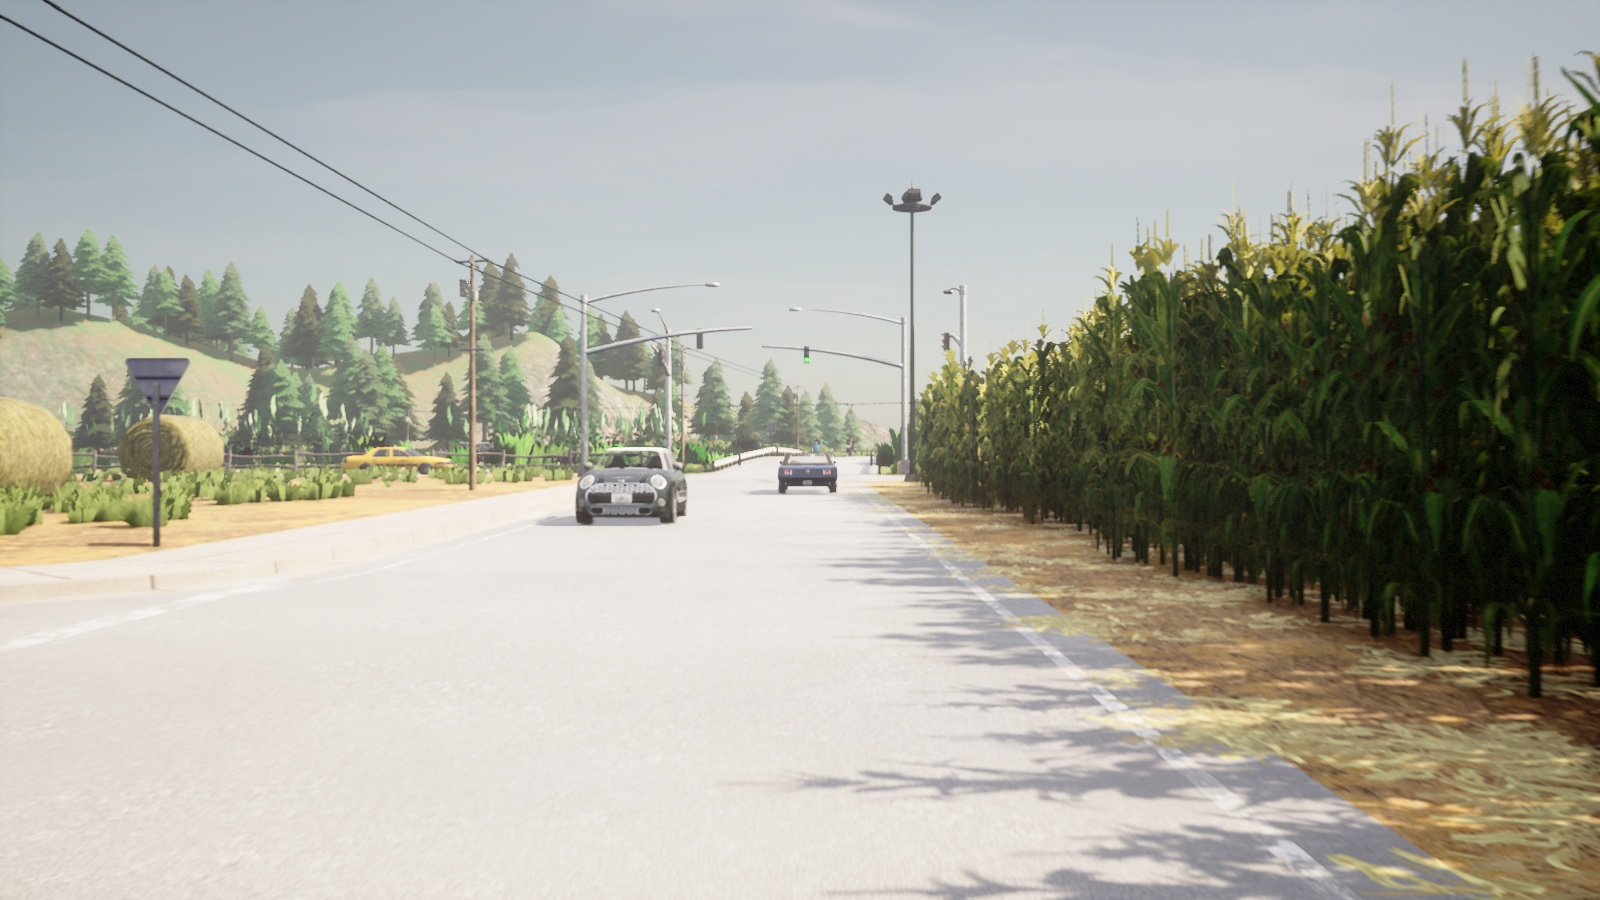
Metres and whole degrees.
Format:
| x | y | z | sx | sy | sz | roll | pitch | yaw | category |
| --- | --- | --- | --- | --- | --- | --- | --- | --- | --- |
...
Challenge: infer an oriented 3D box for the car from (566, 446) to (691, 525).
| x | y | z | sx | sy | sz | roll | pitch | yaw | category |
| --- | --- | --- | --- | --- | --- | --- | --- | --- | --- |
| -3.342 | 0.650 | 25.212 | 1.970 | 1.475 | 3.806 | 0 | 0 | 0 | car |

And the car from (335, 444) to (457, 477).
| x | y | z | sx | sy | sz | roll | pitch | yaw | category |
| --- | --- | --- | --- | --- | --- | --- | --- | --- | --- |
| -19.633 | 0.501 | 61.101 | 5.366 | 1.575 | 1.801 | 0 | 0 | 3 | car |

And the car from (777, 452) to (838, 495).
| x | y | z | sx | sy | sz | roll | pitch | yaw | category |
| --- | --- | --- | --- | --- | --- | --- | --- | --- | --- |
| 0.253 | 0.742 | 41.258 | 1.895 | 1.301 | 4.718 | 0 | 0 | 0 | car |
